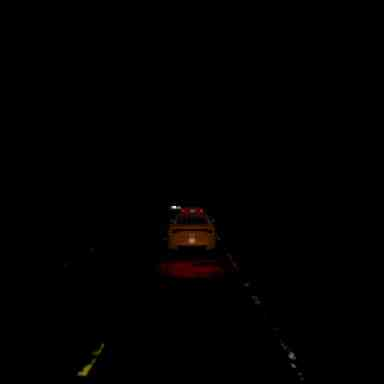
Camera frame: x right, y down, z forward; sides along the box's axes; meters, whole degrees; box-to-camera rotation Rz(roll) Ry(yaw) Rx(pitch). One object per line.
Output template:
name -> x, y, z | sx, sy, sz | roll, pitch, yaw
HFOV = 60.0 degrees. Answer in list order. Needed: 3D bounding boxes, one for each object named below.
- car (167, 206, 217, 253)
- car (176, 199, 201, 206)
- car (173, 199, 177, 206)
car -> 0.006, 1.614, 14.473 | 1.882, 1.535, 5.008 | 0, 0, 0
car -> 0.004, 1.620, 29.084 | 2.097, 1.767, 4.553 | 0, -1, 0
car -> -2.749, 2.161, 66.446 | 1.994, 1.385, 4.181 | 0, -1, 0
